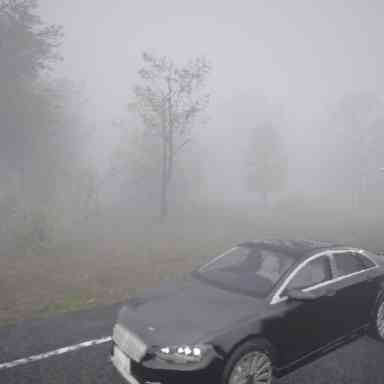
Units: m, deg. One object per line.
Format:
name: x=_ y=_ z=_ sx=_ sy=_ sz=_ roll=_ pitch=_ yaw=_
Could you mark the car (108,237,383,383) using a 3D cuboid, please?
car: x=1.264 y=1.492 z=4.894 sx=4.902 sy=1.511 sz=2.128 roll=0 pitch=0 yaw=-35
